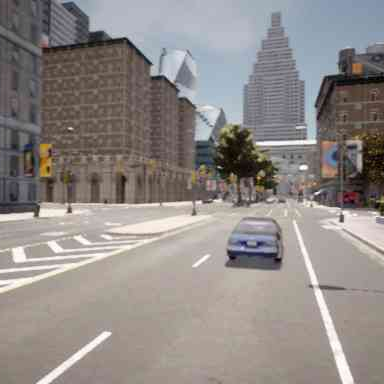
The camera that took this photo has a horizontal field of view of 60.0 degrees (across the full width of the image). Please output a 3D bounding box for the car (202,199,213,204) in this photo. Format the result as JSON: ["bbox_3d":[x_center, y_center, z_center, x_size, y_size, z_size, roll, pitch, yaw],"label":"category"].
[{"bbox_3d":[3.870,2.372,84.878,1.895,1.301,4.718,0,-1,16],"label":"car"}]

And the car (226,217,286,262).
[{"bbox_3d":[2.549,1.682,12.815,2.033,1.411,5.357,0,0,16],"label":"car"}]
